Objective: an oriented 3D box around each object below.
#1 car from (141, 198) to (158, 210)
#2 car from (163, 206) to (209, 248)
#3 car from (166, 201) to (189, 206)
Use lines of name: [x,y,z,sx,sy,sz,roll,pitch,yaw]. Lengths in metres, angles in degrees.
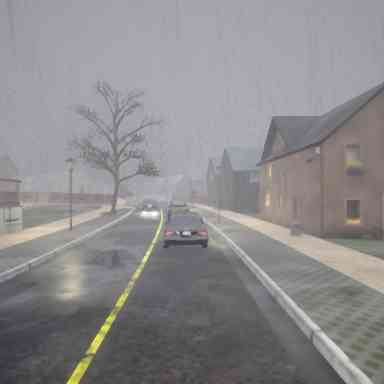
car: [-5.366,1.524,42.422,2.128,1.511,4.902,0,0,-7]
car: [-0.321,1.565,14.721,2.033,1.411,5.357,0,0,-2]
car: [-1.283,1.501,29.749,2.128,1.511,4.902,0,0,-5]
